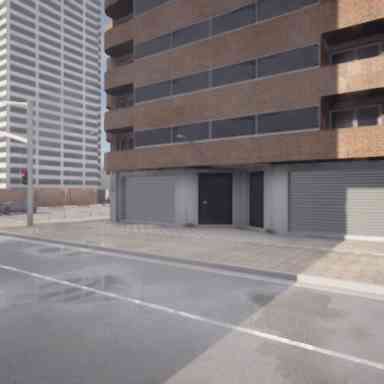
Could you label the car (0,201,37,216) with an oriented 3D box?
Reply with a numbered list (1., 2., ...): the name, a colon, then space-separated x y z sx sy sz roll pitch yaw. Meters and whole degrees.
1. car: -17.374 1.533 32.331 1.994 1.385 4.181 0 0 35
